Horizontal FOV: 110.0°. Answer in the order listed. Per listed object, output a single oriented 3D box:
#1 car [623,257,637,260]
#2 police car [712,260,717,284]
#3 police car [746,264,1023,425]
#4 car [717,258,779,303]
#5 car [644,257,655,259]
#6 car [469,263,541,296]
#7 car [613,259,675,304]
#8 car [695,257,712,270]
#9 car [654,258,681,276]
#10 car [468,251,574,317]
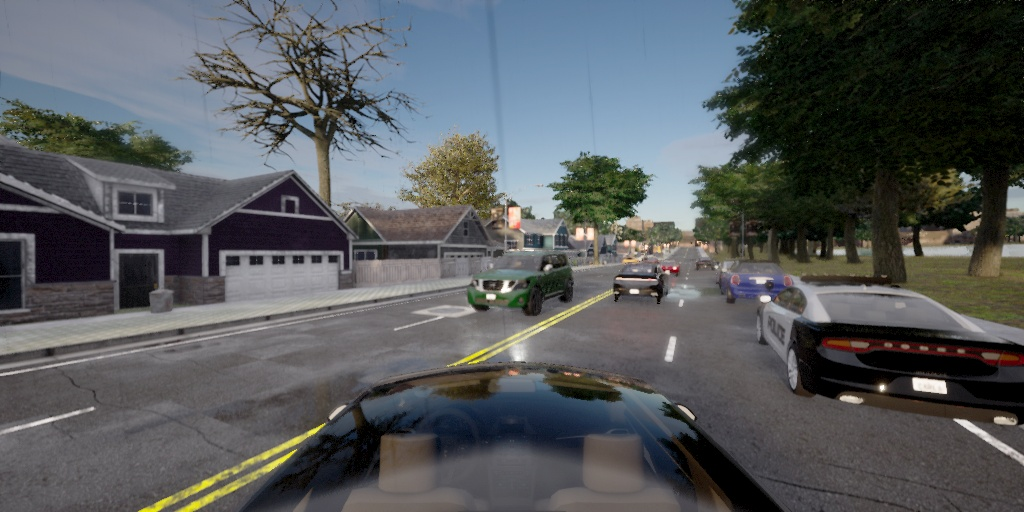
[{"bbox_3d":[18.339,0.884,55.441,1.882,1.535,5.008,0,0,27],"label":"car"},{"bbox_3d":[12.714,0.943,20.322,1.930,1.638,5.238,0,1,27],"label":"police car"},{"bbox_3d":[5.506,1.115,6.036,1.930,1.638,5.238,0,1,27],"label":"police car"},{"bbox_3d":[9.947,0.927,14.839,2.097,1.767,4.553,0,1,27],"label":"car"},{"bbox_3d":[19.270,0.883,50.098,1.882,1.535,5.008,0,0,27],"label":"car"},{"bbox_3d":[-0.223,1.105,18.713,1.994,1.385,4.181,0,1,27],"label":"car"},{"bbox_3d":[5.631,1.065,15.436,2.128,1.511,4.902,0,1,27],"label":"car"},{"bbox_3d":[22.690,0.927,42.129,1.837,1.490,4.892,0,0,27],"label":"car"},{"bbox_3d":[13.904,1.032,31.838,1.895,1.301,4.718,0,0,27],"label":"car"},{"bbox_3d":[0.609,0.829,13.144,2.150,2.045,5.566,0,1,27],"label":"car"}]
